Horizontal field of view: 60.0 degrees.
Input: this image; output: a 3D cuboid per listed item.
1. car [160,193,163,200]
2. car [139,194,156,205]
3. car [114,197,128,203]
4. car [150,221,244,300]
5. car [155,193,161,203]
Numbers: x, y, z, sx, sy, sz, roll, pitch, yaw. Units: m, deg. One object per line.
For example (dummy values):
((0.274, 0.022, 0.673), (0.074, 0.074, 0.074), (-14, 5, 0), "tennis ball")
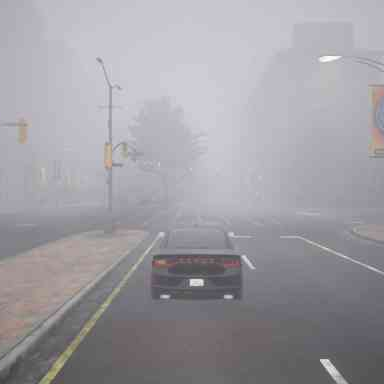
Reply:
((-7.674, 1.225, 76.484), (2.150, 2.045, 5.566), (0, 0, 0), "car")
((-7.841, 1.505, 56.473), (1.837, 1.490, 4.892), (0, 0, 1), "car")
((-14.460, 1.595, 67.846), (1.895, 1.301, 4.718), (0, 0, 0), "car")
((0.114, 1.478, 8.462), (1.882, 1.535, 5.008), (0, 0, 1), "car")
((-7.754, 1.526, 65.732), (1.812, 1.442, 4.674), (0, 0, 1), "car")
